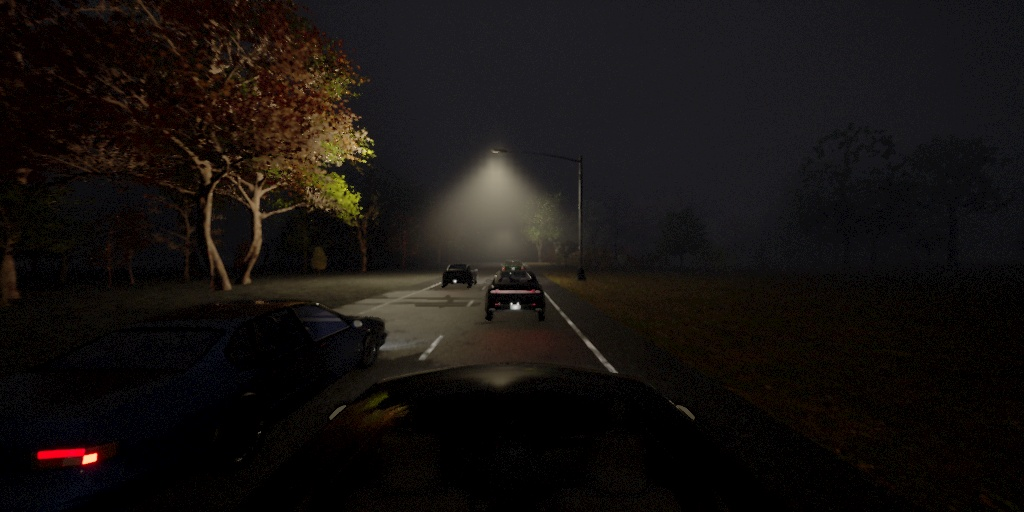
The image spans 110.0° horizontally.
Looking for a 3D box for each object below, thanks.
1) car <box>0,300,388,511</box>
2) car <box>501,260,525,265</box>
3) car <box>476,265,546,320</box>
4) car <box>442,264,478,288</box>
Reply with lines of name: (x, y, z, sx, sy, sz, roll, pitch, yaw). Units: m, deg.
car: (-3.400, 1.298, 4.710, 2.033, 1.411, 5.357, 0, 0, 0)
car: (0.094, 1.109, 31.679, 2.097, 1.767, 4.553, 0, 0, 0)
car: (0.099, 1.243, 12.626, 2.128, 1.511, 4.902, 0, 0, 0)
car: (-3.402, 1.259, 23.825, 1.837, 1.490, 4.892, 0, 0, 0)
